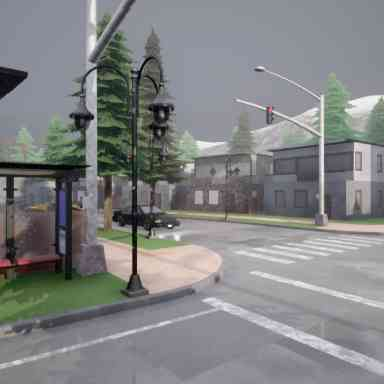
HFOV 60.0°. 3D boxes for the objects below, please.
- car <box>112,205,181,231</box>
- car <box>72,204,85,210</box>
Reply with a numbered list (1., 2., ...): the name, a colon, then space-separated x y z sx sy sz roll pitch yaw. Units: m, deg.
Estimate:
1. car: -3.030 1.528 20.807 2.033 1.411 5.357 0 0 -42
2. car: -10.920 1.459 27.712 5.008 1.535 1.882 0 0 37
